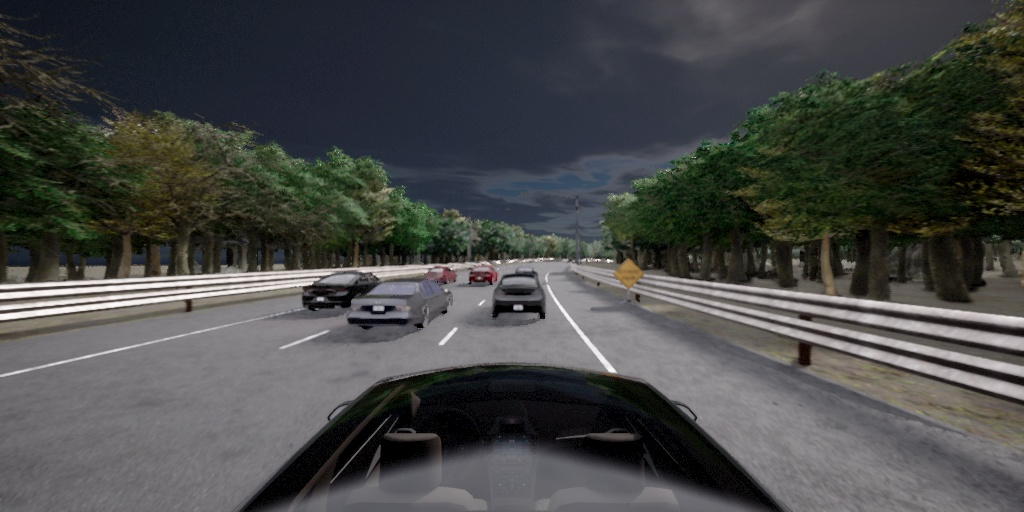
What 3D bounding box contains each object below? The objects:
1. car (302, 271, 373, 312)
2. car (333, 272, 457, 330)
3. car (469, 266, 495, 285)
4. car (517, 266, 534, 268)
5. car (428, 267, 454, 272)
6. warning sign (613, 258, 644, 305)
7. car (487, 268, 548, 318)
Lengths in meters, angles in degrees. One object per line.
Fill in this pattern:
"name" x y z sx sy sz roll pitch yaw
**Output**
"car" -6.633 1.384 15.107 1.882 1.535 5.008 0 0 3
"car" -3.297 1.415 11.657 2.033 1.411 5.357 0 -1 3
"car" -2.282 1.540 29.802 1.882 1.535 5.008 0 0 5
"car" 1.104 1.540 28.345 2.128 1.511 4.902 0 -1 5
"car" -5.828 1.584 29.449 1.812 1.442 4.674 0 0 5
"warning sign" 4.835 1.022 14.872 1.300 1.860 1.060 0 0 2
"car" 0.308 1.399 13.745 1.837 1.490 4.892 0 0 3
